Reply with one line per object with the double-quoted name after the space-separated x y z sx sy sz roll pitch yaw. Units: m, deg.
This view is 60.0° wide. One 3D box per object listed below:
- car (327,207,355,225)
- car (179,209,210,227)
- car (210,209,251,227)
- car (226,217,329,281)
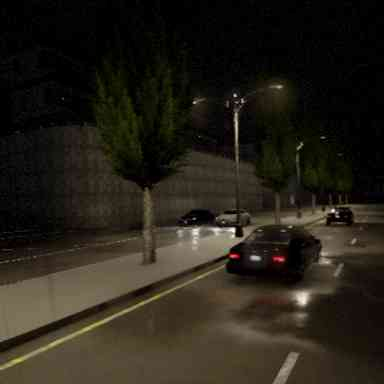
12.319 1.946 27.572 2.033 1.411 5.357 -2 -2 29 "car"
0.582 2.315 30.538 1.812 1.442 4.674 -2 -2 29 "car"
3.651 2.190 28.859 1.812 1.442 4.674 -2 -2 29 "car"
2.854 1.762 10.684 2.033 1.411 5.357 -2 -2 29 "car"
